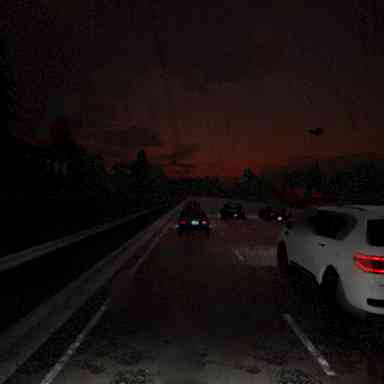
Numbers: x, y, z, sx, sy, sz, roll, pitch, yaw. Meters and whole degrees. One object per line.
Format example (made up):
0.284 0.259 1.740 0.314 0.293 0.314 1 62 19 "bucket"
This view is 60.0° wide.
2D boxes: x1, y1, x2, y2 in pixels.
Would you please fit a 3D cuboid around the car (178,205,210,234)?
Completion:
0.107 1.730 20.476 2.033 1.411 5.357 0 0 0 "car"

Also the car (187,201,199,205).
0.116 1.999 49.028 1.994 1.385 4.181 0 0 0 "car"

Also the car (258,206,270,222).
7.108 1.859 29.159 1.895 1.301 4.718 0 0 0 "car"

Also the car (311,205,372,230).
10.608 1.762 24.208 2.033 1.411 5.357 0 0 0 "car"

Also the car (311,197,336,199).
14.112 1.547 36.612 2.150 2.045 5.566 0 0 0 "car"

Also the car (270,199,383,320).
3.604 1.291 7.616 2.150 2.045 5.566 0 0 0 "car"

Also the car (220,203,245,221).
3.611 1.758 30.000 2.128 1.511 4.902 0 0 0 "car"
